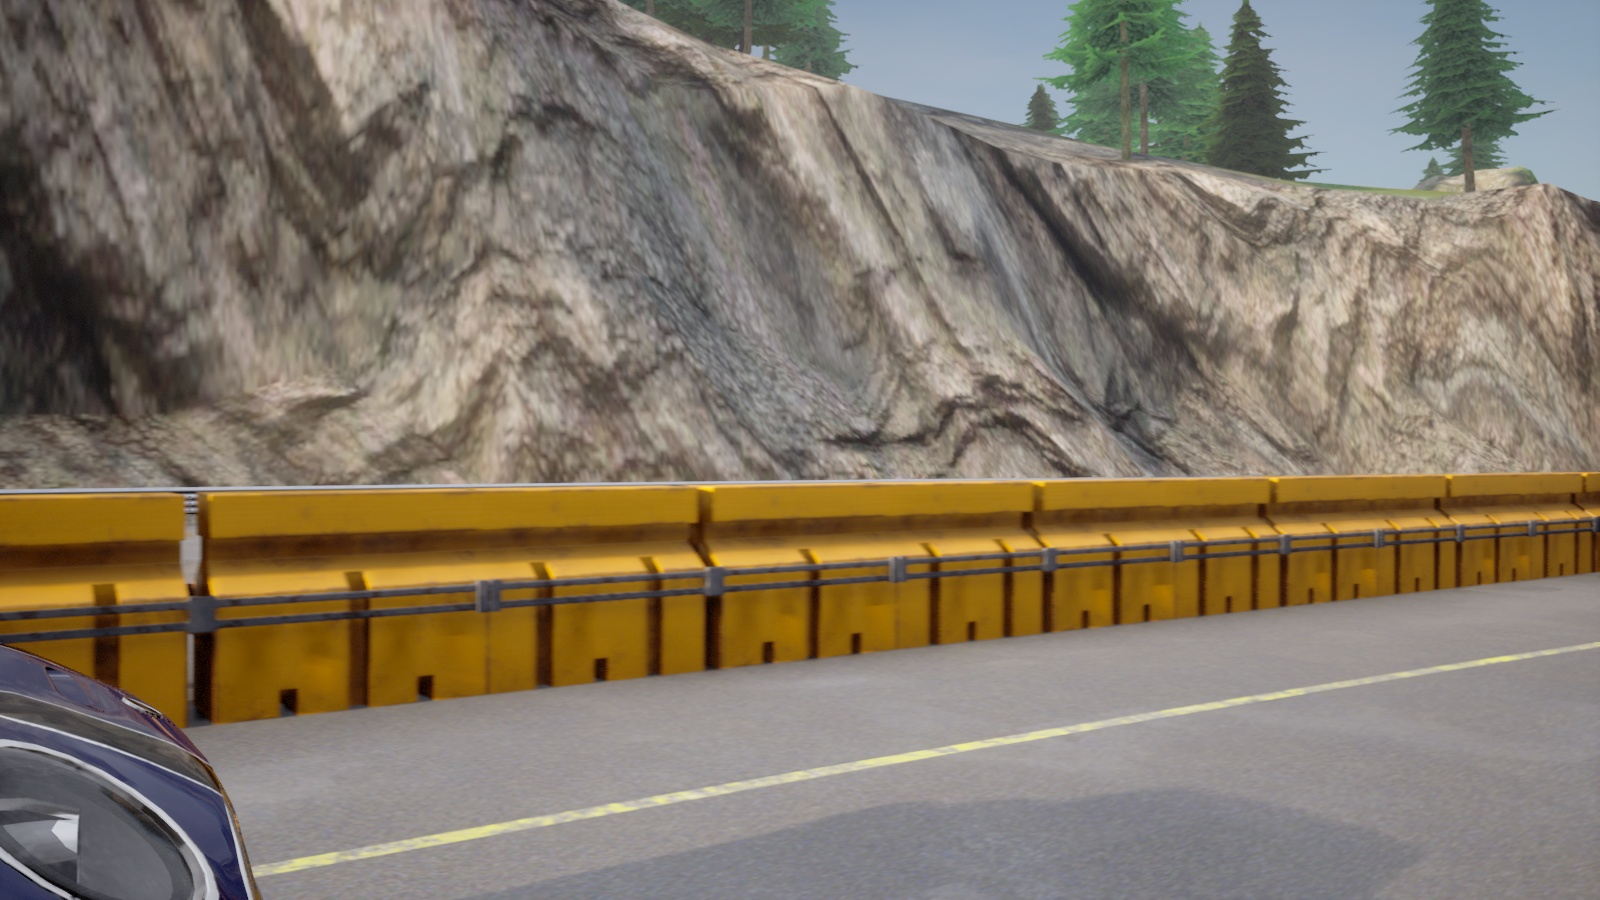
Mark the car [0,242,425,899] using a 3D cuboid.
[{"bbox_3d":[-3.058,0.613,1.532,4.553,1.767,2.097,0,0,-35],"label":"car"}]
